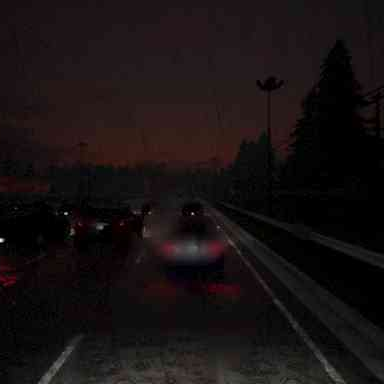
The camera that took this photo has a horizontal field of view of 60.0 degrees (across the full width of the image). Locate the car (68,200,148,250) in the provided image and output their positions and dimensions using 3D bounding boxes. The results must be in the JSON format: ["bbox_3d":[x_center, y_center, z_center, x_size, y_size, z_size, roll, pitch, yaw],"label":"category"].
[{"bbox_3d":[-3.430,1.353,14.553,2.097,1.767,4.553,0,0,0],"label":"car"}]

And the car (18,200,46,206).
[{"bbox_3d":[-14.172,1.507,29.944,1.837,1.490,4.892,0,0,-3],"label":"car"}]

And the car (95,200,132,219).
[{"bbox_3d":[-6.927,1.495,29.878,2.128,1.511,4.902,0,0,0],"label":"car"}]

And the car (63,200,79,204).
[{"bbox_3d":[-10.425,1.508,29.966,1.837,1.490,4.892,0,0,0],"label":"car"}]

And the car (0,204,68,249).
[{"bbox_3d":[-6.928,1.506,14.565,1.837,1.490,4.892,0,0,0],"label":"car"}]

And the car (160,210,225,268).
[{"bbox_3d":[0.044,1.549,11.182,2.033,1.411,5.357,0,0,0],"label":"car"}]

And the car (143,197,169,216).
[{"bbox_3d":[-3.426,1.510,29.952,1.837,1.490,4.892,0,0,0],"label":"car"}]

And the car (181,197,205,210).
[{"bbox_3d":[0.074,1.510,29.984,1.837,1.490,4.892,0,0,0],"label":"car"}]
